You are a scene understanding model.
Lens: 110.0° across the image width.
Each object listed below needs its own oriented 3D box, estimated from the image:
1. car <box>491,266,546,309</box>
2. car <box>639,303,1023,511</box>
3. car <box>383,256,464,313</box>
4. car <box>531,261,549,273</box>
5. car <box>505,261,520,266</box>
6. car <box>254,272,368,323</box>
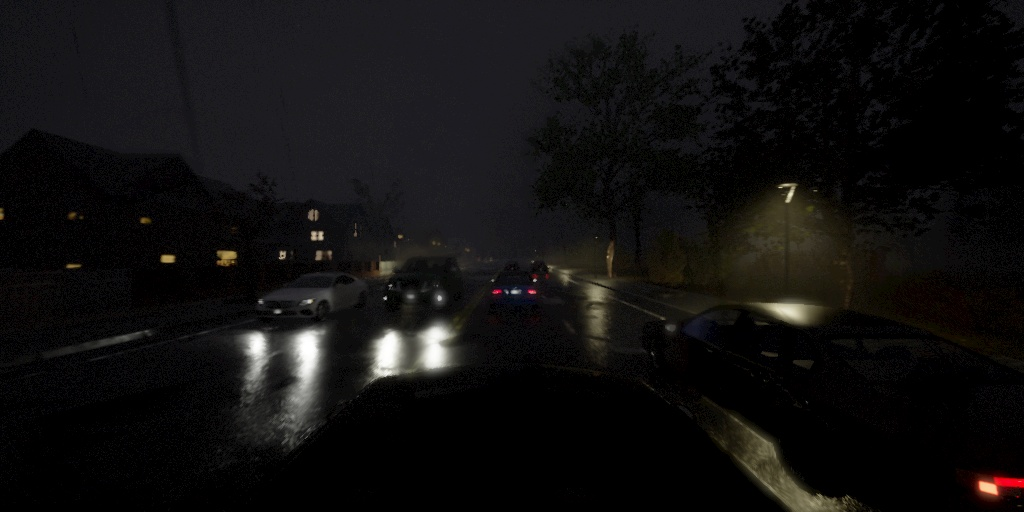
[{"bbox_3d":[0.090,1.320,15.145,2.033,1.411,5.357,0,0,0],"label":"car"},{"bbox_3d":[3.354,1.299,4.419,2.033,1.411,5.357,0,0,0],"label":"car"},{"bbox_3d":[-3.312,0.999,14.558,2.150,2.045,5.566,0,0,0],"label":"car"},{"bbox_3d":[3.307,1.326,43.467,1.812,1.442,4.674,0,0,0],"label":"car"},{"bbox_3d":[0.055,1.331,45.880,1.812,1.442,4.674,0,0,0],"label":"car"},{"bbox_3d":[-6.576,1.300,12.400,1.812,1.442,4.674,0,0,0],"label":"car"}]
